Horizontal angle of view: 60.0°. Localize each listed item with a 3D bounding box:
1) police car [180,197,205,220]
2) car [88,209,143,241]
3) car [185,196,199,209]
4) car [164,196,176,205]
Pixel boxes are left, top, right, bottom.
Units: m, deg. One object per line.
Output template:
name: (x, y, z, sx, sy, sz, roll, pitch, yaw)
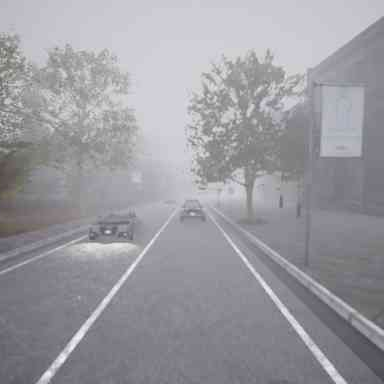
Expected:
police car: (0.055, 1.455, 27.226, 2.038, 1.542, 4.974, 0, 1, 0)
car: (-3.623, 1.533, 16.406, 1.994, 1.385, 4.181, 0, 0, 0)
car: (0.009, 1.387, 44.577, 1.882, 1.535, 5.008, 0, 0, 0)
car: (-3.646, 1.434, 57.083, 2.033, 1.411, 5.357, 0, 0, 1)
